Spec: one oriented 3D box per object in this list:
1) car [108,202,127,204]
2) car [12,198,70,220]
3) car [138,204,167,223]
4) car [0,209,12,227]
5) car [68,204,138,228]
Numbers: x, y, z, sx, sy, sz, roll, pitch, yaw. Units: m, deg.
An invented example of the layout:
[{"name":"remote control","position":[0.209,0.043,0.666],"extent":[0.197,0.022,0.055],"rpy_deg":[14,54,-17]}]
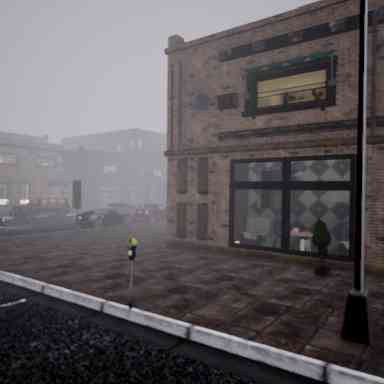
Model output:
[{"name":"car","position":[-7.513,1.732,32.454],"extent":[1.812,1.442,4.674],"rpy_deg":[1,0,36]},{"name":"car","position":[-13.125,1.424,29.156],"extent":[2.192,1.841,5.009],"rpy_deg":[0,0,36]},{"name":"car","position":[-3.087,1.731,28.702],"extent":[1.967,1.590,4.097],"rpy_deg":[0,0,36]},{"name":"car","position":[-13.712,1.646,19.107],"extent":[2.033,1.411,5.357],"rpy_deg":[1,-1,30]},{"name":"car","position":[-6.357,1.803,24.219],"extent":[1.947,1.339,4.313],"rpy_deg":[0,0,36]}]
